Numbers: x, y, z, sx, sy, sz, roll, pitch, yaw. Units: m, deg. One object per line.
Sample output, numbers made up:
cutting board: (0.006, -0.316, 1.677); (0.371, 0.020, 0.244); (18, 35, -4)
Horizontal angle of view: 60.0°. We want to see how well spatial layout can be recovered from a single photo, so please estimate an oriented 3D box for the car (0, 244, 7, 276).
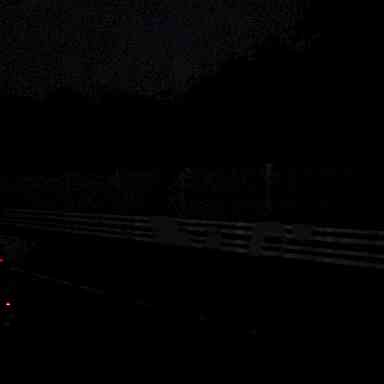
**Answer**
car: (-6.663, 1.525, 8.744); (4.674, 1.442, 1.812); (0, 0, 35)
